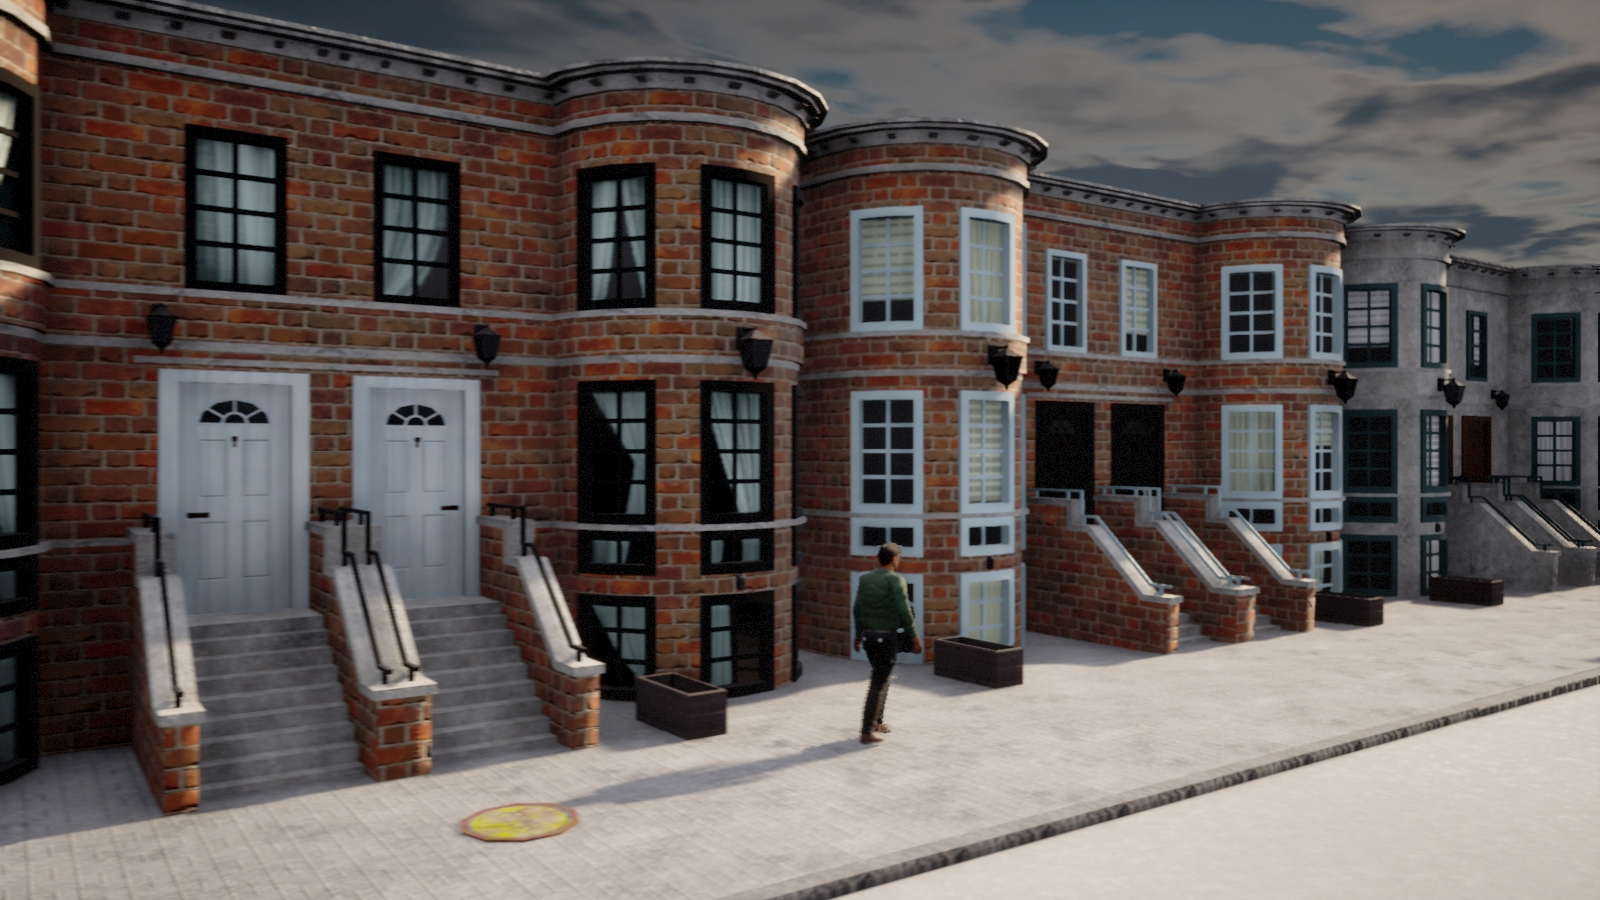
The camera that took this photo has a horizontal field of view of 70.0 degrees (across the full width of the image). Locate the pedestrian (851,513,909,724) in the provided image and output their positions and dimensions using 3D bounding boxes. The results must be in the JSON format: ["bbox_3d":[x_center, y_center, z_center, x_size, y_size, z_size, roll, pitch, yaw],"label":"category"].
[{"bbox_3d":[0.735,1.524,10.486,0.375,1.860,0.375,0,0,-44],"label":"pedestrian"}]
